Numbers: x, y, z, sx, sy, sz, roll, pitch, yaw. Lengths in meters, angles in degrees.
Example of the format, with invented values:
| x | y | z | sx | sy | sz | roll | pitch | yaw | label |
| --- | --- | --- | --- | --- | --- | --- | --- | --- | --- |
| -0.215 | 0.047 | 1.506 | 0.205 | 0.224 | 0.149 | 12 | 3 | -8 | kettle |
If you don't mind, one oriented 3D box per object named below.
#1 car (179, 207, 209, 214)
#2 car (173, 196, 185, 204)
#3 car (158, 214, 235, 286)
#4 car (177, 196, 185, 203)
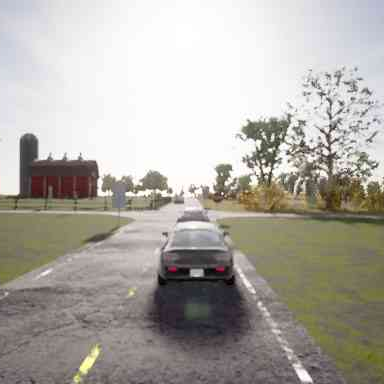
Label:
| x | y | z | sx | sy | sz | roll | pitch | yaw | label |
| --- | --- | --- | --- | --- | --- | --- | --- | --- | --- |
| 0.099 | 1.645 | 20.672 | 1.994 | 1.385 | 4.181 | 0 | 0 | 1 | car |
| -2.736 | 1.664 | 69.037 | 2.097 | 1.767 | 4.553 | 0 | 0 | 0 | car |
| 0.102 | 1.561 | 9.370 | 1.812 | 1.442 | 4.674 | 0 | 0 | 0 | car |
| -2.732 | 1.887 | 84.632 | 1.837 | 1.490 | 4.892 | 0 | 0 | 0 | car |
